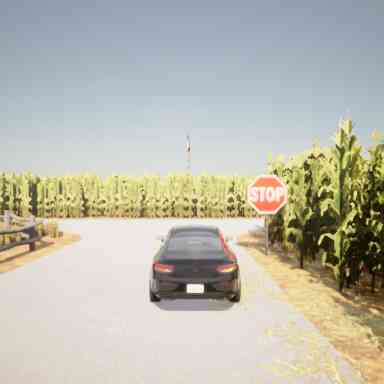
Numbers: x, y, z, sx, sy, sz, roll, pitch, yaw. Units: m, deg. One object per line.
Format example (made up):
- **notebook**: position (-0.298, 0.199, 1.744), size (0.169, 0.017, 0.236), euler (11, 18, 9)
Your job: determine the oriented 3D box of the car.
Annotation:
- **car**: position (0.068, 1.525, 8.130), size (1.812, 1.442, 4.674), euler (0, 0, 0)
